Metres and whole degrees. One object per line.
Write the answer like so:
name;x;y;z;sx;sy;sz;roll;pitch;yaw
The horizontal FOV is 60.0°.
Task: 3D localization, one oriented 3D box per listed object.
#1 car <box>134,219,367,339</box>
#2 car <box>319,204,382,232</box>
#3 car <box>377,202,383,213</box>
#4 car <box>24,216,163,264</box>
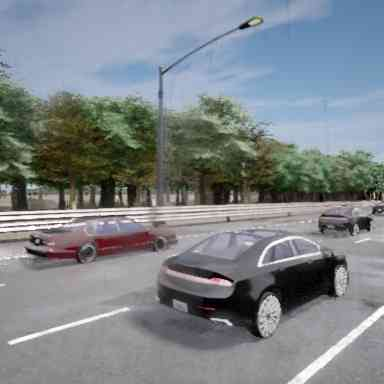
car;1.527;1.510;6.715;2.128;1.511;4.902;0;0;45
car;9.010;1.631;19.268;2.128;1.511;4.902;0;-1;44
car;22.454;1.919;38.816;1.812;1.442;4.674;0;-1;42
car;-2.962;1.573;11.948;2.033;1.411;5.357;0;0;44
